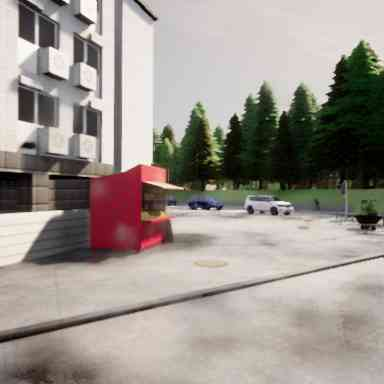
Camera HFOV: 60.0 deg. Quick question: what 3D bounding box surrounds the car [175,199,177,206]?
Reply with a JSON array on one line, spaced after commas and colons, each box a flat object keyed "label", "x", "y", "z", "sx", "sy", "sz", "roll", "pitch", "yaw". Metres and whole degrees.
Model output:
[{"label": "car", "x": -4.599, "y": 1.524, "z": 59.909, "sx": 2.097, "sy": 1.767, "sz": 4.553, "roll": 0, "pitch": 0, "yaw": -35}]

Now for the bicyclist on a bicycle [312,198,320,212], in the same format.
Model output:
[{"label": "bicyclist on a bicycle", "x": 14.849, "y": 1.543, "z": 39.799, "sx": 1.656, "sy": 1.620, "sz": 0.582, "roll": 0, "pitch": 0, "yaw": -35}]

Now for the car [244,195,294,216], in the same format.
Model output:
[{"label": "car", "x": 7.965, "y": 1.369, "z": 35.000, "sx": 2.150, "sy": 2.045, "sz": 5.566, "roll": 0, "pitch": 0, "yaw": -35}]

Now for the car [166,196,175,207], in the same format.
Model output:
[{"label": "car", "x": -5.144, "y": 1.654, "z": 53.491, "sx": 1.837, "sy": 1.490, "sz": 4.892, "roll": 0, "pitch": 0, "yaw": -35}]

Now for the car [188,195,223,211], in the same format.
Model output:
[{"label": "car", "x": 1.730, "y": 1.370, "z": 43.768, "sx": 2.150, "sy": 2.045, "sz": 5.566, "roll": 0, "pitch": 0, "yaw": -35}]
